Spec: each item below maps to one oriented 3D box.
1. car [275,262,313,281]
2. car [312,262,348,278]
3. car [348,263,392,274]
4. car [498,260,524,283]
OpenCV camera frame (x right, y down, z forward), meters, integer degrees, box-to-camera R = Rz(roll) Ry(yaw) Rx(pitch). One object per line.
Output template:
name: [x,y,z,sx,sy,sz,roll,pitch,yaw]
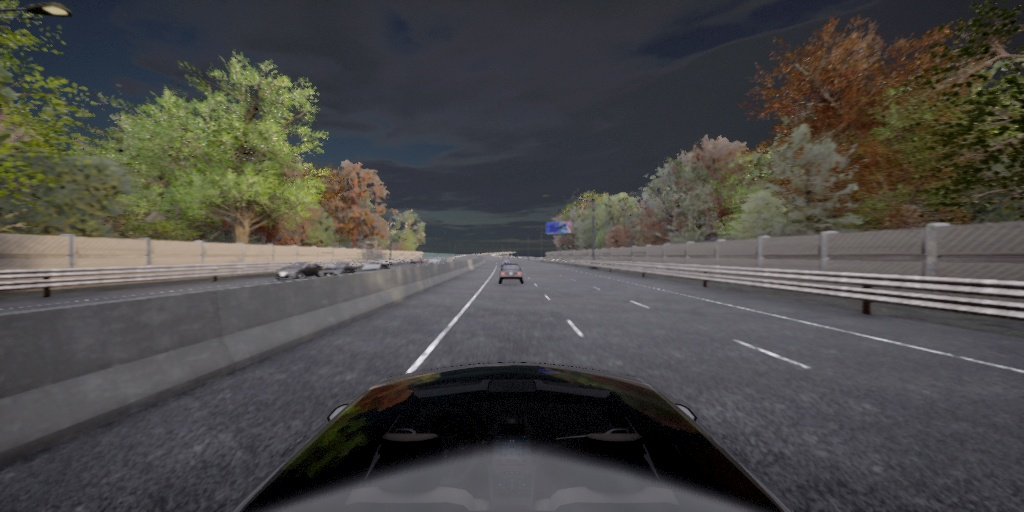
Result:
car: [-17.800,1.234,30.249,2.128,1.511,4.902,0,0,-1]
car: [-14.295,1.300,29.878,1.994,1.385,4.181,0,0,-1]
car: [-10.769,1.258,28.149,1.812,1.442,4.674,0,0,-1]
car: [-0.086,1.266,27.466,2.033,1.411,5.357,0,0,-1]
